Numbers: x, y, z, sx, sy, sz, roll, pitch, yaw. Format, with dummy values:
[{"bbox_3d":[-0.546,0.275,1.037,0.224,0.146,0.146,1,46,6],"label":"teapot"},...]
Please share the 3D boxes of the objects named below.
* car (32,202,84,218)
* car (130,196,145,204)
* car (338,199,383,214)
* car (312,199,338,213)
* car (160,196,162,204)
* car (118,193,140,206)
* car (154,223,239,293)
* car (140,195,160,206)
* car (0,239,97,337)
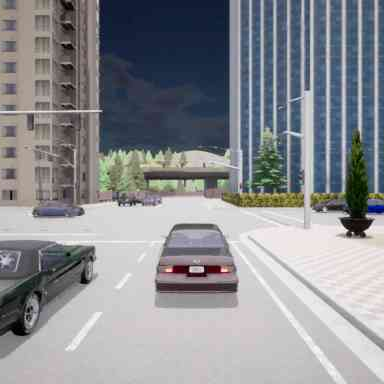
[{"bbox_3d":[-11.638,1.564,29.110,4.181,1.385,1.994,0,0,0],"label":"car"},{"bbox_3d":[-10.387,1.547,64.121,2.033,1.411,5.357,0,0,1],"label":"car"},{"bbox_3d":[17.632,1.477,33.032,5.008,1.535,1.882,0,0,0],"label":"car"},{"bbox_3d":[15.682,1.505,36.517,4.892,1.490,1.837,0,0,0],"label":"car"},{"bbox_3d":[-6.892,1.352,63.736,2.097,1.767,4.553,0,0,1],"label":"car"},{"bbox_3d":[-10.460,1.221,53.882,2.150,2.045,5.566,0,0,0],"label":"car"},{"bbox_3d":[0.097,1.547,8.962,2.033,1.411,5.357,0,0,0],"label":"car"},{"bbox_3d":[-6.953,1.352,54.847,2.097,1.767,4.553,0,0,0],"label":"car"},{"bbox_3d":[-3.422,1.601,6.626,1.895,1.301,4.718,0,0,1],"label":"car"}]
